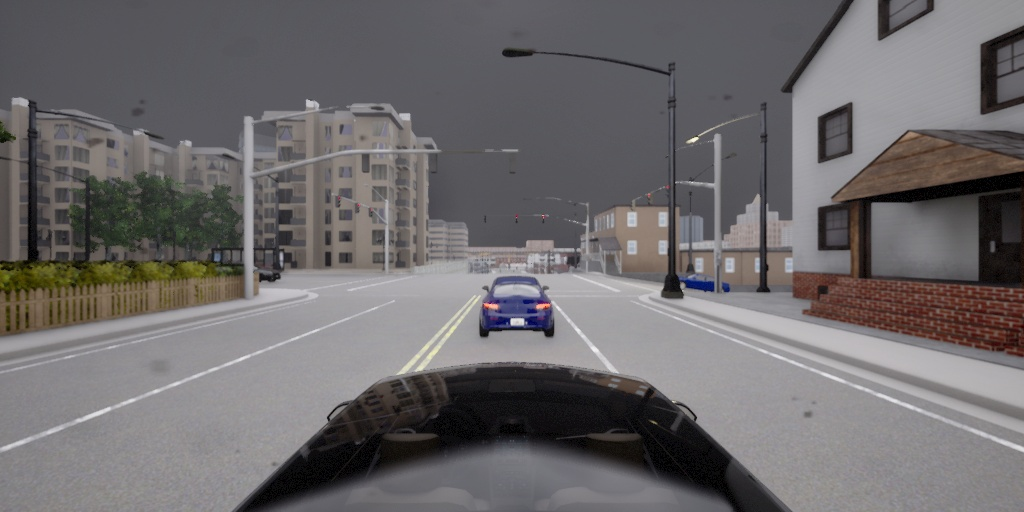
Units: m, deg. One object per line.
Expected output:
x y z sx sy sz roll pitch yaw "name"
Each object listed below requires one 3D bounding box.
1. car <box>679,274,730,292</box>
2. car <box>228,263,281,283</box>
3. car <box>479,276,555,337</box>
15.385 2.223 29.826 5.008 1.535 1.882 9 0 1 "car"
-19.880 1.267 26.649 4.892 1.490 1.837 0 0 1 "car"
0.112 1.280 10.147 1.812 1.442 4.674 0 0 0 "car"
